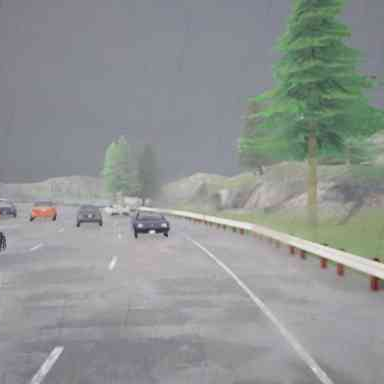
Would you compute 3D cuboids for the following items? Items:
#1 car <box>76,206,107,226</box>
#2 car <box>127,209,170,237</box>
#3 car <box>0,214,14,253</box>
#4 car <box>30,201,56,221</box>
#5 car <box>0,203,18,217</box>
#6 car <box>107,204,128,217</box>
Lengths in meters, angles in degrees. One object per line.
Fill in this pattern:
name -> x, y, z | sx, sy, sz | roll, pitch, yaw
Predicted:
car -> -8.003, 1.792, 25.860 | 2.033, 1.411, 5.357 | 0, -1, -18
car -> -2.547, 1.775, 19.224 | 1.895, 1.301, 4.718 | 0, -1, -13
car -> -8.183, 1.685, 11.595 | 1.994, 1.385, 4.181 | 0, -1, -9
car -> -13.893, 1.657, 31.202 | 2.097, 1.767, 4.553 | 0, -1, -23
car -> -19.562, 1.877, 35.079 | 1.812, 1.442, 4.674 | 0, 0, -27
car -> -8.117, 1.929, 35.487 | 1.895, 1.301, 4.718 | 0, -1, -24
